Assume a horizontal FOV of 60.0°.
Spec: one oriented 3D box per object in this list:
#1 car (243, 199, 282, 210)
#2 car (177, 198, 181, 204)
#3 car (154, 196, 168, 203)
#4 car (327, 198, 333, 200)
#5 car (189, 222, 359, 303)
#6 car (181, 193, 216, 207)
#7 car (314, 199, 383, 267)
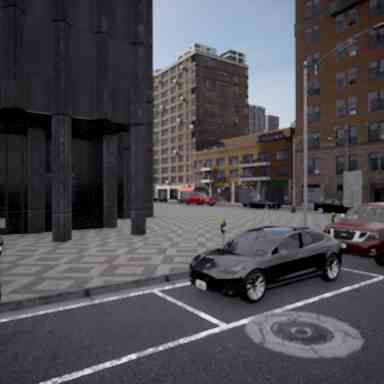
[{"bbox_3d":[8.245,1.486,39.334,1.895,1.301,4.718,0,0,-35],"label":"car"},{"bbox_3d":[-0.806,1.350,57.941,2.128,1.511,4.902,0,0,-34],"label":"car"},{"bbox_3d":[-6.660,1.431,66.305,1.895,1.301,4.718,0,0,-35],"label":"car"},{"bbox_3d":[13.882,1.363,31.183,1.882,1.535,5.008,0,0,-34],"label":"car"},{"bbox_3d":[1.958,1.550,8.172,4.313,1.339,1.947,0,0,-36],"label":"car"},{"bbox_3d":[1.183,1.102,49.556,2.150,2.045,5.566,0,0,-35],"label":"car"},{"bbox_3d":[6.545,1.285,11.453,5.009,1.841,2.192,0,0,-36],"label":"car"}]
